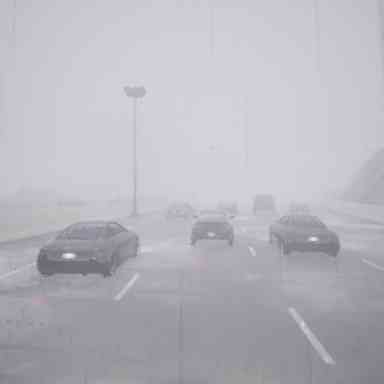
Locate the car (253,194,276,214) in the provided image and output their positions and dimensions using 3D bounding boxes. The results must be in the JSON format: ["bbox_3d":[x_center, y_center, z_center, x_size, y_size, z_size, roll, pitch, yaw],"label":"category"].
[{"bbox_3d":[7.575,1.242,34.867,2.150,2.045,5.566,0,0,12],"label":"car"}]

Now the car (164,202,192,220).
[{"bbox_3d":[-0.921,1.548,27.871,2.033,1.411,5.357,0,0,10],"label":"car"}]

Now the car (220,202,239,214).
[{"bbox_3d":[3.677,1.613,33.330,1.895,1.301,4.718,0,0,12],"label":"car"}]

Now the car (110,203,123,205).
[{"bbox_3d":[-12.392,1.542,55.630,1.994,1.385,4.181,0,0,17],"label":"car"}]

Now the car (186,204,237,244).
[{"bbox_3d":[0.996,1.530,15.654,1.812,1.442,4.674,0,0,5],"label":"car"}]

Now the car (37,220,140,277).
[{"bbox_3d":[-2.942,1.559,10.289,1.994,1.385,4.181,0,0,3],"label":"car"}]

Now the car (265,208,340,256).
[{"bbox_3d":[4.313,1.575,13.349,1.994,1.385,4.181,0,0,5],"label":"car"}]

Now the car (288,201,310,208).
[{"bbox_3d":[11.175,1.630,34.926,1.895,1.301,4.718,0,0,13],"label":"car"}]

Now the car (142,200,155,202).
[{"bbox_3d":[-5.644,1.485,53.760,2.128,1.511,4.902,0,0,17],"label":"car"}]
